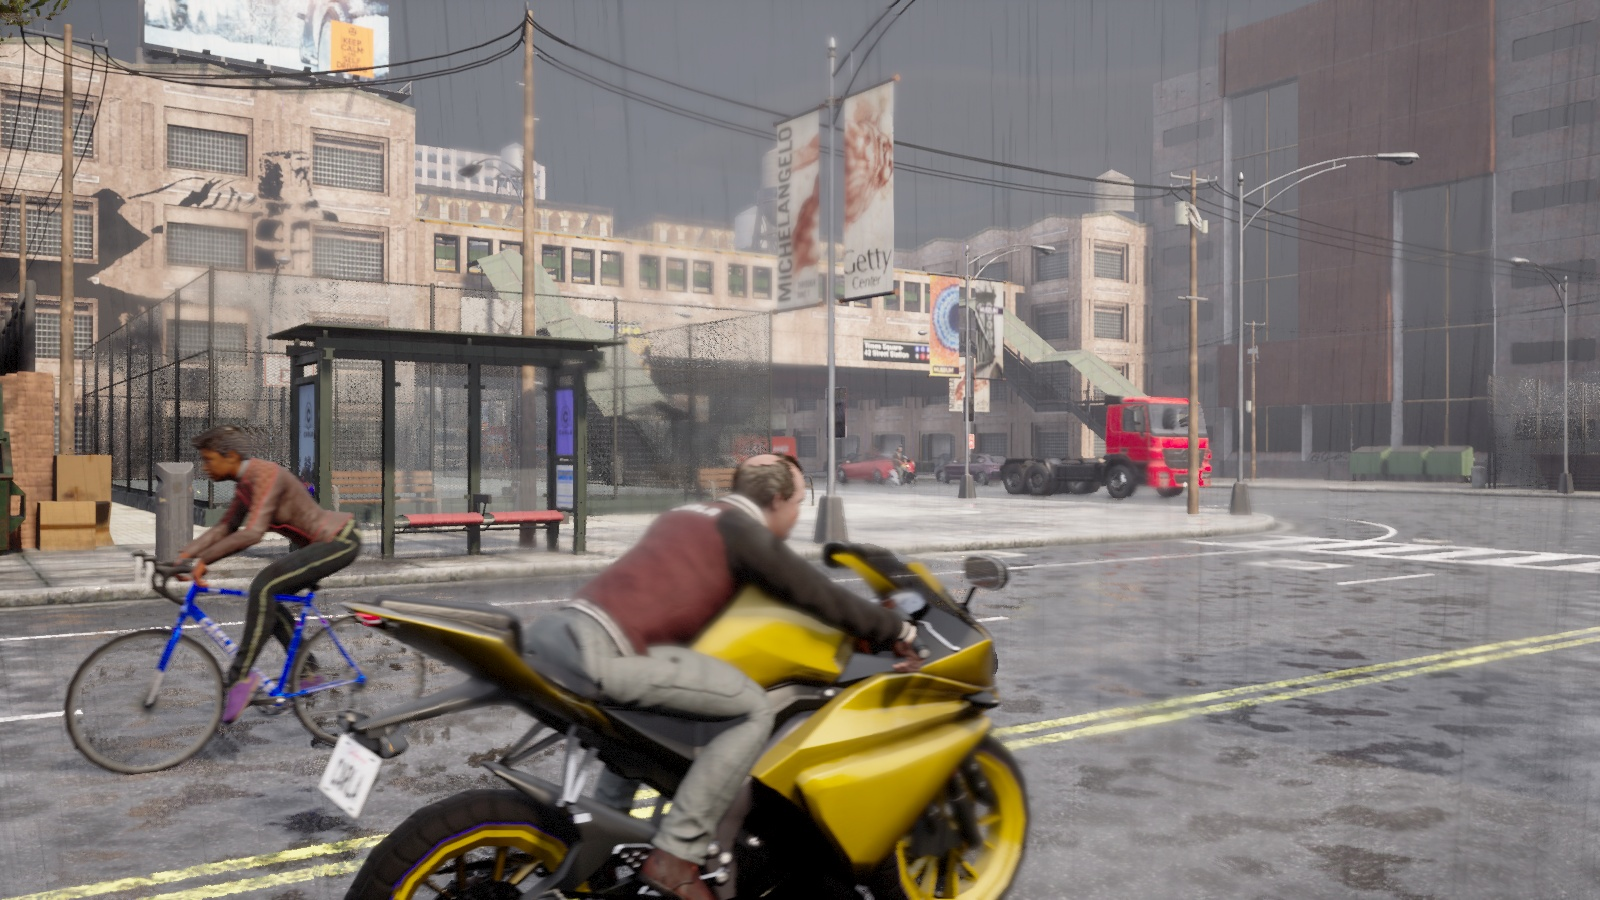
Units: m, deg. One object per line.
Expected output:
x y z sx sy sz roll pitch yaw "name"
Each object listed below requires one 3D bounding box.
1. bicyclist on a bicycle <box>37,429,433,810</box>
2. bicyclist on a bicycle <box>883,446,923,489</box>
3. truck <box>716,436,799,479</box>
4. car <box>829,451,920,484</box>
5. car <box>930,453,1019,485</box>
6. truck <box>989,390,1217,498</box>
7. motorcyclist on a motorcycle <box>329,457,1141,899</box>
-2.687 0.718 6.055 1.656 1.620 0.582 0 0 -35 "bicyclist on a bicycle"
4.346 0.727 53.016 0.659 1.776 1.843 0 0 -34 "bicyclist on a bicycle"
-2.592 0.438 75.710 2.627 2.467 5.204 0 0 -34 "truck"
3.540 0.822 60.391 2.007 1.525 4.514 0 0 -34 "car"
8.251 0.877 59.705 1.816 1.474 4.193 0 0 -34 "car"
10.433 -0.157 44.162 2.891 3.462 7.936 0 0 -34 "truck"
-0.098 0.788 3.593 2.191 1.530 0.866 0 0 -35 "motorcyclist on a motorcycle"
